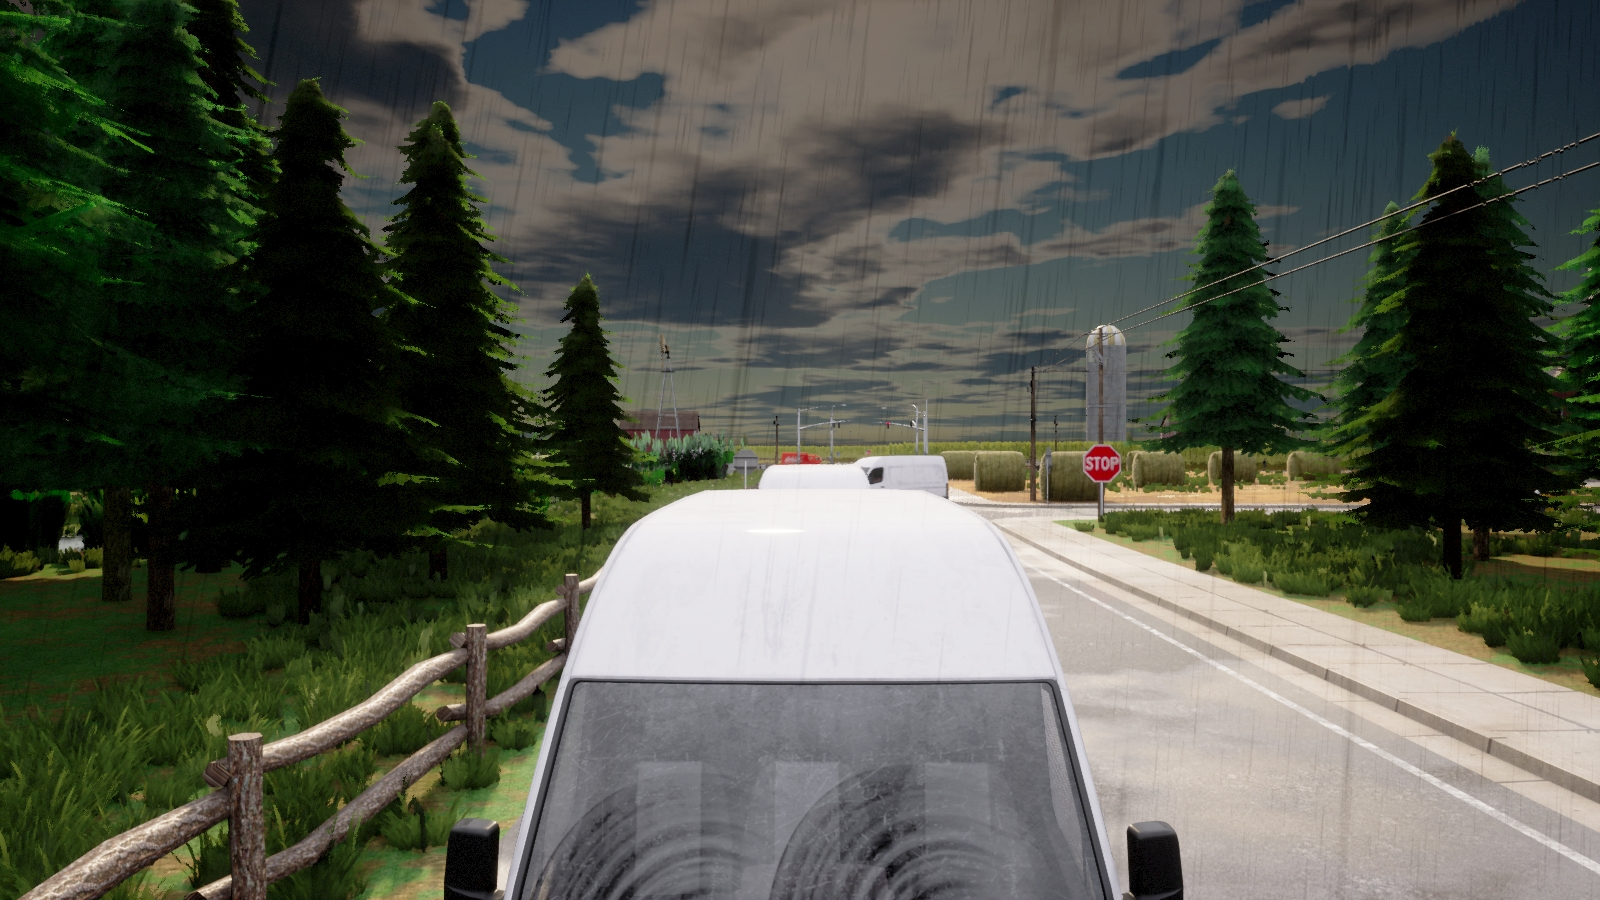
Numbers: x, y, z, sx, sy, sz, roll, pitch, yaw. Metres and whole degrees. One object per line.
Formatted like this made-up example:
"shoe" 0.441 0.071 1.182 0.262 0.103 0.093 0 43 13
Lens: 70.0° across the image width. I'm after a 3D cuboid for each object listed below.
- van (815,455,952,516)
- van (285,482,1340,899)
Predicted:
"van" 3.708 1.512 50.155 5.915 2.561 1.988 0 -1 -32
"van" 0.056 1.508 5.110 1.988 2.561 5.915 0 0 1
